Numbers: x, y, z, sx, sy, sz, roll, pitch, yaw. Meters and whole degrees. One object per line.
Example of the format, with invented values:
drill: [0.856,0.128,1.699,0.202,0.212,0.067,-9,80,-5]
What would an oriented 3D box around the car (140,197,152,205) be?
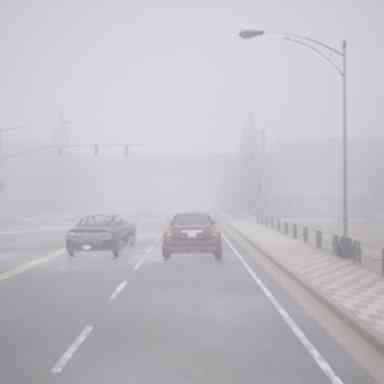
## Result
car: [-11.015,2.135,80.221,2.150,2.045,5.566,0,-1,0]

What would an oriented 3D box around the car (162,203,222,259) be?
car: [0.016,1.505,13.399,2.097,1.767,4.553,0,-1,0]

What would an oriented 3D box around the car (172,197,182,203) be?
car: [-3.974,2.204,86.460,2.150,2.045,5.566,0,-1,0]

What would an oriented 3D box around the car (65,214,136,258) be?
car: [-3.485,1.647,13.473,2.128,1.511,4.902,0,-1,0]

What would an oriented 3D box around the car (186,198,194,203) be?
car: [-0.470,2.342,87.083,2.097,1.767,4.553,0,-1,0]

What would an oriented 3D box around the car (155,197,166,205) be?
car: [-7.515,2.135,80.198,2.150,2.045,5.566,0,-1,0]
